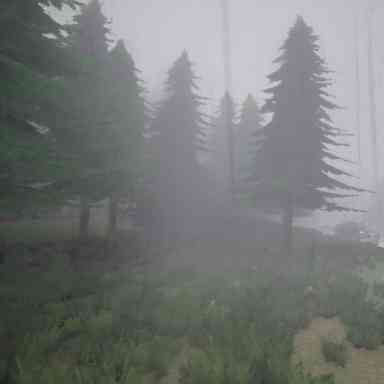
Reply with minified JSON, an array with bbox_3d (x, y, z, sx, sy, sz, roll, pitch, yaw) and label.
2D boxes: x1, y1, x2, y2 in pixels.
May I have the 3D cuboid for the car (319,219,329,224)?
[{"bbox_3d":[28.622,6.334,69.655,4.674,1.442,1.812,7,-1,-34],"label":"car"}]

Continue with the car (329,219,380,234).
[{"bbox_3d":[14.493,3.408,29.329,2.128,1.511,4.902,3,-3,-4],"label":"car"}]
